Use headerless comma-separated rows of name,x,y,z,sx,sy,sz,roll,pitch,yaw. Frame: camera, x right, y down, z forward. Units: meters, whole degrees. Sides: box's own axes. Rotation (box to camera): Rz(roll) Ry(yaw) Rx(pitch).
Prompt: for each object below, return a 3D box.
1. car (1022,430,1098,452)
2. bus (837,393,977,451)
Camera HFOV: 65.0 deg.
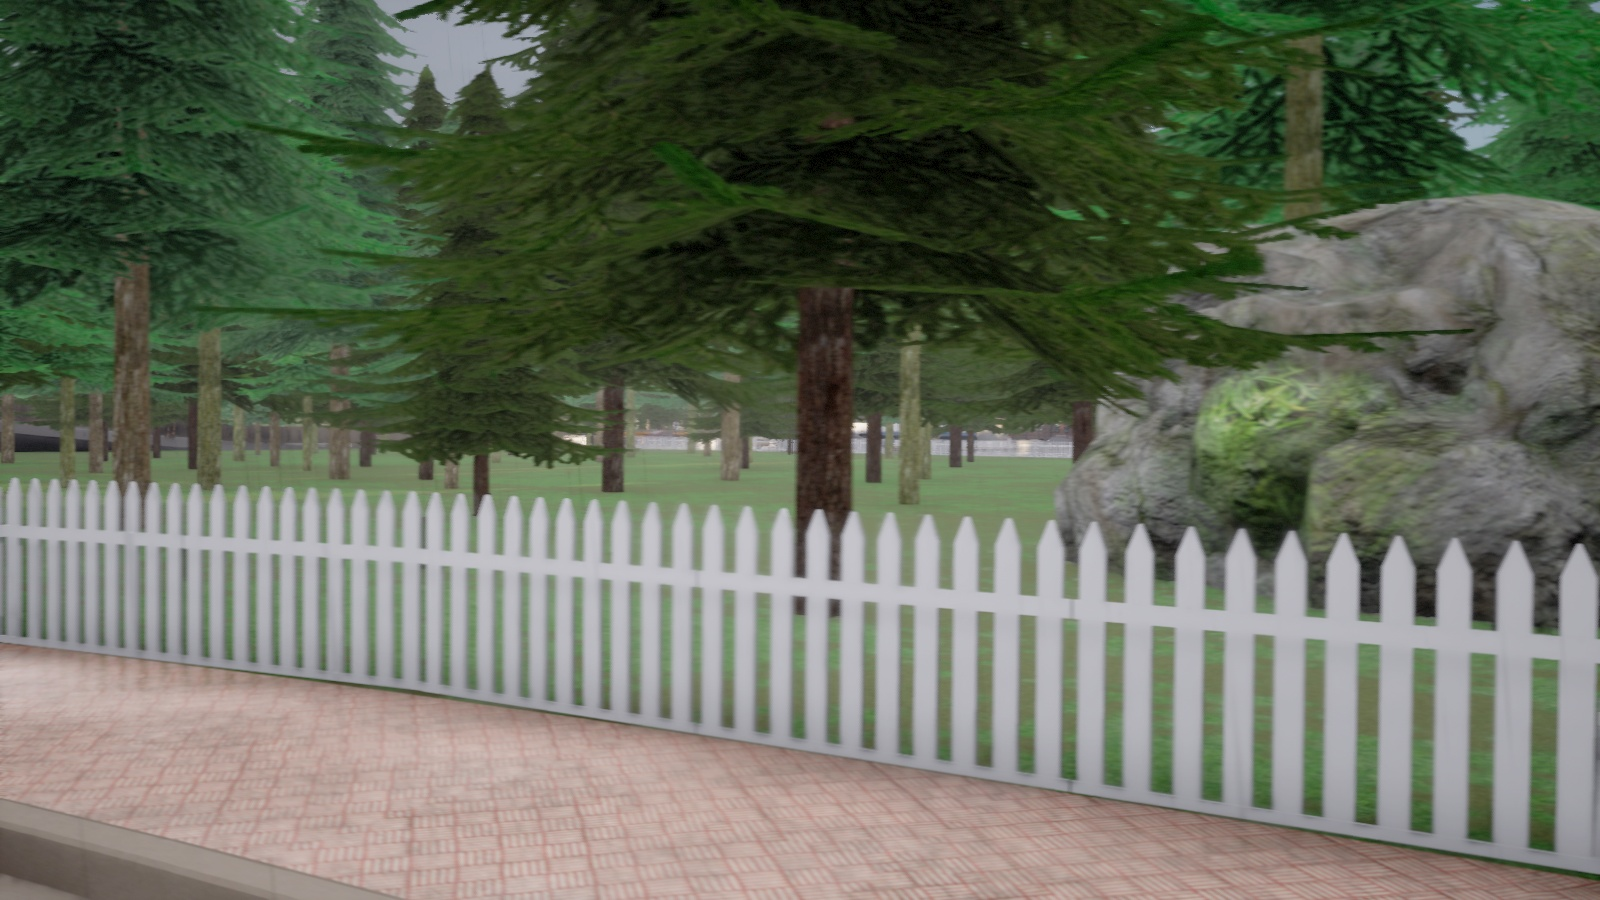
car,17.637,-0.605,85.278,4.674,1.442,1.812,0,1,38
bus,8.189,-2.097,97.147,10.273,4.253,3.944,0,1,38
